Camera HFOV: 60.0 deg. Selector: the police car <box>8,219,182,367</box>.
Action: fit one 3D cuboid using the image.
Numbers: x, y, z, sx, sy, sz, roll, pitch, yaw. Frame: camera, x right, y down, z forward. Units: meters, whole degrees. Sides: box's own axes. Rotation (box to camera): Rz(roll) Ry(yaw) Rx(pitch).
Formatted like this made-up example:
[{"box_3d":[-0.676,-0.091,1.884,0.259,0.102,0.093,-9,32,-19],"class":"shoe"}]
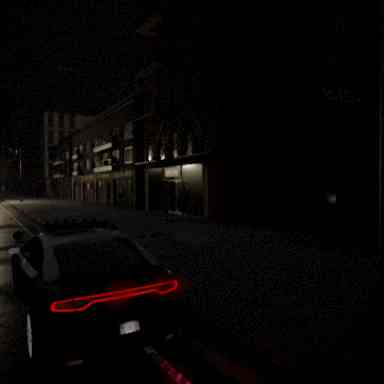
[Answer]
[{"box_3d":[-2.098,1.319,6.016,1.930,1.638,5.238,-1,1,-32],"class":"police car"}]
